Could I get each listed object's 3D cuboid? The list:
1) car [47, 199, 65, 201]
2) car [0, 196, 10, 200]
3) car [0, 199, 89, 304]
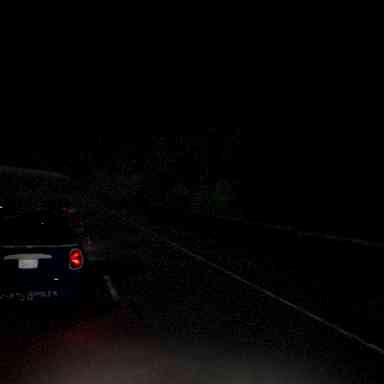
[{"bbox_3d":[-10.754,1.204,26.224,1.895,1.301,4.718,3,0,-21],"label":"car"},{"bbox_3d":[-13.061,1.007,22.505,1.812,1.442,4.674,3,0,-21],"label":"car"},{"bbox_3d":[-3.608,1.240,7.760,2.097,1.767,4.553,3,0,-21],"label":"car"}]
